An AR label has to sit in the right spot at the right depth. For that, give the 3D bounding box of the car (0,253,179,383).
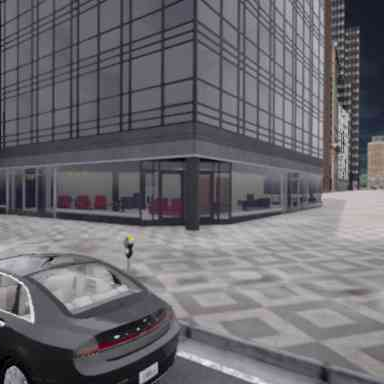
[{"bbox_3d":[-2.199,1.526,4.533,4.403,1.369,2.008,0,0,36],"label":"car"}]
